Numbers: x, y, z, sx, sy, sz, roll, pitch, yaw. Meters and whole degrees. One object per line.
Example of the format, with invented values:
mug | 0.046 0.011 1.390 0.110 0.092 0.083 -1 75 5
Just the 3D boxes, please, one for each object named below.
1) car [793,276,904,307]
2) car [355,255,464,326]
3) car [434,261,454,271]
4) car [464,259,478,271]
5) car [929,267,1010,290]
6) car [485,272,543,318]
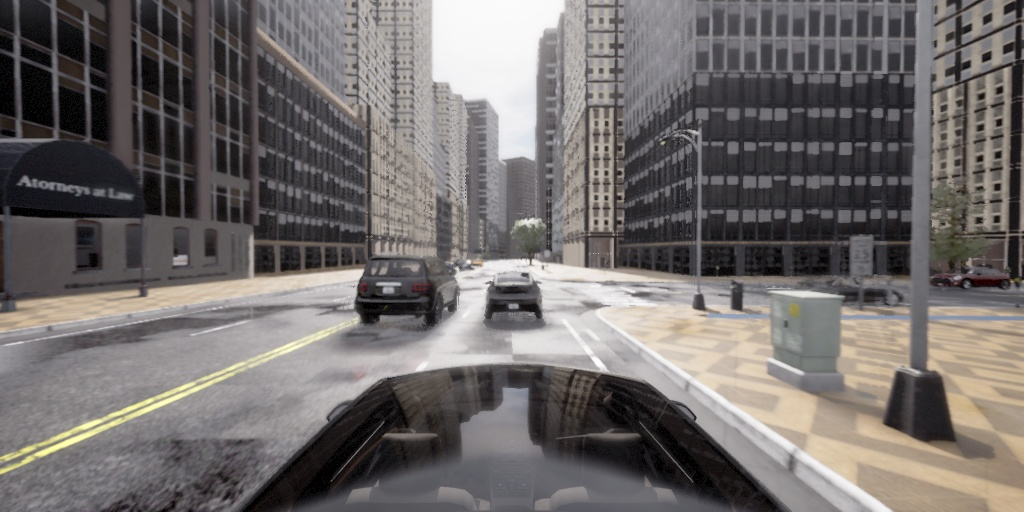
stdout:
car | 15.909 1.603 17.027 4.403 1.370 2.007 0 0 -1
car | -3.177 1.020 11.954 2.150 2.045 5.566 0 -1 0
car | -9.838 1.434 52.219 1.895 1.301 4.718 0 0 0
car | -6.590 1.324 52.305 2.128 1.511 4.902 0 0 0
car | 32.734 1.537 25.752 4.097 1.591 1.967 0 0 -1
car | 0.063 1.319 13.129 1.837 1.490 4.892 -1 -1 0
